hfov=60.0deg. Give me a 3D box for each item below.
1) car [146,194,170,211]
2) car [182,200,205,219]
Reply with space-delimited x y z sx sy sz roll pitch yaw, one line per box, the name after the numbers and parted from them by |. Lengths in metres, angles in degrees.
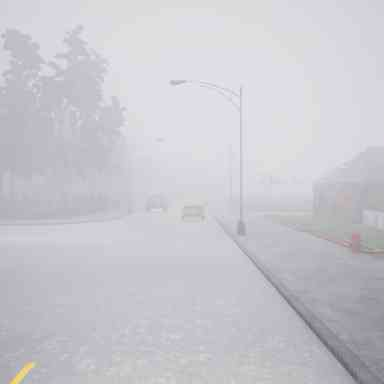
-4.227 1.221 40.326 2.150 2.045 5.566 0 0 0 | car
0.098 1.477 29.419 1.882 1.535 5.008 0 0 0 | car
